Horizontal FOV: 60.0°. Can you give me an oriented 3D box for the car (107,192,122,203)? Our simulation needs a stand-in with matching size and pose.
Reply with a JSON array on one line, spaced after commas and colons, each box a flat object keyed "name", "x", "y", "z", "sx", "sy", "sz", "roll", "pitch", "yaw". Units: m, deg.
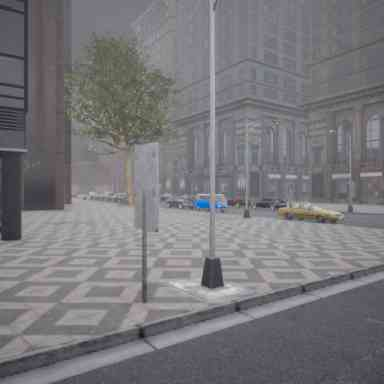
[{"name": "car", "x": -11.039, "y": 0.993, "z": 51.586, "sx": 2.008, "sy": 1.369, "sz": 4.403, "roll": 1, "pitch": 0, "yaw": -35}]

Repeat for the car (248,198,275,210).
[{"name": "car", "x": 8.828, "y": 1.316, "z": 38.073, "sx": 1.947, "sy": 1.339, "sz": 4.313, "roll": 1, "pitch": 0, "yaw": -35}]

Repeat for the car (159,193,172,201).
[{"name": "car", "x": -4.058, "y": 0.882, "z": 56.481, "sx": 1.967, "sy": 1.590, "sz": 4.097, "roll": 1, "pitch": 0, "yaw": -35}]

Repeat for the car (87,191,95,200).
[{"name": "car", "x": -17.483, "y": 0.831, "z": 60.788, "sx": 2.008, "sy": 1.369, "sz": 4.403, "roll": 1, "pitch": 0, "yaw": -35}]

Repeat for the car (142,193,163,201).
[{"name": "car", "x": -7.282, "y": 0.911, "z": 61.082, "sx": 2.008, "sy": 1.369, "sz": 4.403, "roll": 1, "pitch": 0, "yaw": -35}]

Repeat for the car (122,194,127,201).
[{"name": "car", "x": -7.720, "y": 1.052, "z": 46.845, "sx": 1.752, "sy": 1.417, "sz": 4.829, "roll": 1, "pitch": 0, "yaw": -35}]

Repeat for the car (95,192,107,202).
[{"name": "car", "x": -14.261, "y": 0.912, "z": 56.187, "sx": 2.008, "sy": 1.369, "sz": 4.403, "roll": 1, "pitch": 0, "yaw": -35}]

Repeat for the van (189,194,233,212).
[{"name": "van", "x": 1.852, "y": 1.091, "z": 33.175, "sx": 1.690, "sy": 1.788, "sz": 3.998, "roll": 1, "pitch": 0, "yaw": -35}]

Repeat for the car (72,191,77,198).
[{"name": "car", "x": -27.147, "y": 0.485, "z": 74.592, "sx": 1.967, "sy": 1.590, "sz": 4.097, "roll": 1, "pitch": 0, "yaw": -35}]

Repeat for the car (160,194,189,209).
[{"name": "car", "x": -1.372, "y": 1.231, "z": 37.778, "sx": 2.008, "sy": 1.369, "sz": 4.403, "roll": 1, "pitch": 0, "yaw": -35}]

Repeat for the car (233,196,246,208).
[{"name": "car", "x": 5.608, "y": 1.224, "z": 42.674, "sx": 1.887, "sy": 1.381, "sz": 4.507, "roll": 1, "pitch": 0, "yaw": -35}]

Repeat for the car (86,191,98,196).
[{"name": "car", "x": -26.613, "y": 0.473, "z": 88.687, "sx": 1.802, "sy": 1.307, "sz": 4.206, "roll": 1, "pitch": 0, "yaw": -35}]

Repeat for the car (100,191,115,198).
[{"name": "car", "x": -20.169, "y": 0.589, "z": 79.485, "sx": 1.887, "sy": 1.381, "sz": 4.507, "roll": 1, "pitch": 0, "yaw": -35}]

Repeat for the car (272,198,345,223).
[{"name": "car", "x": 8.393, "y": 1.398, "z": 23.829, "sx": 1.752, "sy": 1.417, "sz": 4.829, "roll": 1, "pitch": 0, "yaw": -35}]
